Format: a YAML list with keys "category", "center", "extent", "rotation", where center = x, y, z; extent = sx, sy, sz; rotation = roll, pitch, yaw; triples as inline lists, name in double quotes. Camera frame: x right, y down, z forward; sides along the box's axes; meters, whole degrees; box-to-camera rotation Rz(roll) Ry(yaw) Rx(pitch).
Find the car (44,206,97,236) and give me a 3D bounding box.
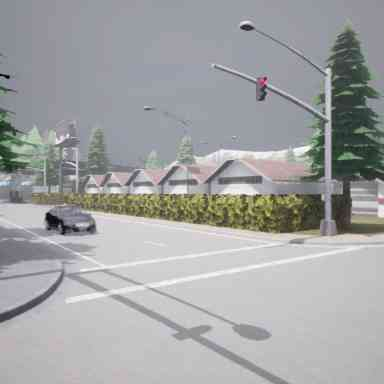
- category: "car"
  center: [-6.977, 1.549, 18.808]
  extent: [2.128, 1.511, 4.902]
  rotation: [0, 1, -37]
